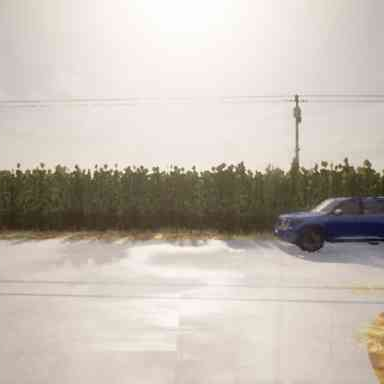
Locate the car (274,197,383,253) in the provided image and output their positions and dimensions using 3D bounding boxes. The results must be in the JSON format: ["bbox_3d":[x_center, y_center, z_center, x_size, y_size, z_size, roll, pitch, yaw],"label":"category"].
[{"bbox_3d":[6.142,1.203,13.176,5.566,2.045,2.150,0,0,1],"label":"car"}]
